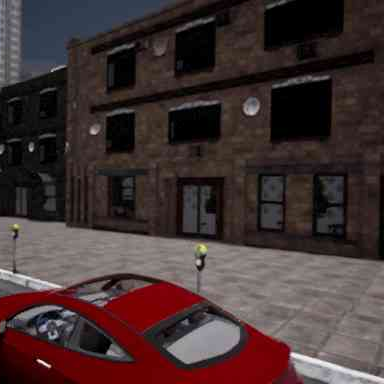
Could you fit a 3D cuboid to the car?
[{"bbox_3d":[-0.980,1.574,3.560,4.206,1.307,1.802,0,1,36],"label":"car"}]
